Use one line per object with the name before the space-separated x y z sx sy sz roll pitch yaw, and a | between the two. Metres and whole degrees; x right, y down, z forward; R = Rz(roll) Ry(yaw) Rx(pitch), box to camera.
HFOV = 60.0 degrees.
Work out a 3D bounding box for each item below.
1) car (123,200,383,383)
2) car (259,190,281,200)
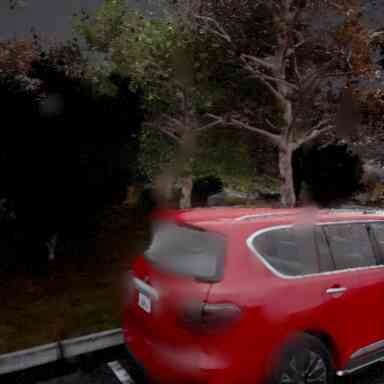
car | 1.831 1.231 4.771 5.566 2.045 2.435 0 0 -30
car | 9.688 0.411 37.980 1.895 1.301 4.718 2 2 -22
